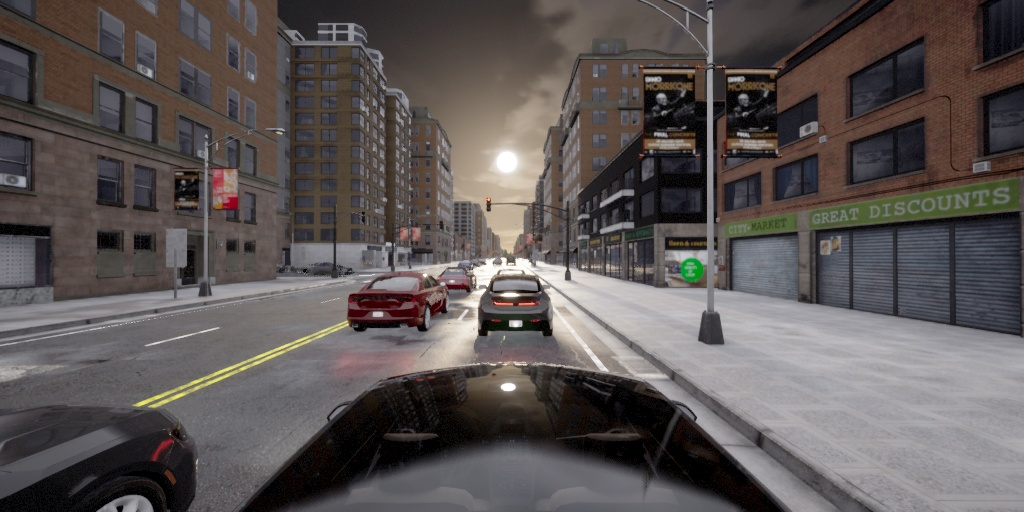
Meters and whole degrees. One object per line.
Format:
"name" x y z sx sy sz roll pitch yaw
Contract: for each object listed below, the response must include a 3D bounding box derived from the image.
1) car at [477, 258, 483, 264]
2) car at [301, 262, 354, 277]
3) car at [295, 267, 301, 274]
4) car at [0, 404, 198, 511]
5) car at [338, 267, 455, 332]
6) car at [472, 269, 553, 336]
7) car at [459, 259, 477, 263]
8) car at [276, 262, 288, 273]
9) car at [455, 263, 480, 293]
"car" -6.734 1.283 63.736 1.837 1.490 4.892 0 0 0
"car" -17.643 1.313 34.918 4.181 1.385 1.994 0 0 6
"car" -22.255 1.346 40.745 4.313 1.339 1.948 0 0 0
"car" -3.147 1.255 0.521 1.837 1.490 4.892 0 0 0
"car" -3.176 1.228 10.946 1.882 1.535 5.008 0 0 0
"car" 0.077 1.256 10.369 1.837 1.490 4.892 0 0 0
"car" -6.727 1.295 52.355 1.812 1.442 4.674 0 0 2
"car" -27.917 1.331 40.755 4.403 1.370 2.007 0 0 0
"car" -3.199 1.317 21.017 1.994 1.385 4.181 0 0 -1
